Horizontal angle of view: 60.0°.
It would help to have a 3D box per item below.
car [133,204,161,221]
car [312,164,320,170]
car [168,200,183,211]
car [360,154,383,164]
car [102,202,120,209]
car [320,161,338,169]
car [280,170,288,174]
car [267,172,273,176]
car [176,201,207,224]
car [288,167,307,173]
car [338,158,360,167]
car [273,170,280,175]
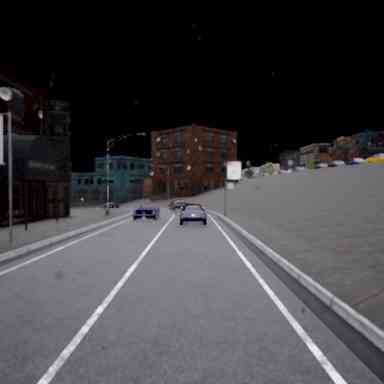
[{"bbox_3d":[-3.664,1.660,27.413,1.895,1.301,4.718,0,-1,-1],"label":"car"},{"bbox_3d":[21.724,-4.022,55.631,2.231,1.521,4.892,0,1,-1],"label":"car"},{"bbox_3d":[-1.988,1.836,45.437,1.837,1.490,4.892,0,-1,-14],"label":"car"},{"bbox_3d":[22.441,-3.751,39.034,2.097,1.535,5.008,0,1,-4],"label":"car"},{"bbox_3d":[-16.312,2.758,66.821,2.033,1.411,5.357,-1,-2,-36],"label":"car"},{"bbox_3d":[21.854,-3.946,50.113,2.231,1.521,4.892,0,1,-1],"label":"car"},{"bbox_3d":[21.364,-4.172,72.061,2.002,1.452,4.674,0,1,-1],"label":"car"},{"bbox_3d":[21.119,-4.461,83.253,2.185,1.767,4.553,0,1,-1],"label":"car"},{"bbox_3d":[0.087,1.604,25.182,1.994,1.385,4.181,0,0,0],"label":"car"},{"bbox_3d":[21.485,-4.276,66.567,2.185,1.767,4.553,0,1,-1],"label":"car"},{"bbox_3d":[22.088,-3.811,44.571,2.002,1.452,4.674,0,1,-3],"label":"car"},{"bbox_3d":[21.240,-4.402,77.734,2.185,1.767,4.553,0,1,-1],"label":"car"}]
